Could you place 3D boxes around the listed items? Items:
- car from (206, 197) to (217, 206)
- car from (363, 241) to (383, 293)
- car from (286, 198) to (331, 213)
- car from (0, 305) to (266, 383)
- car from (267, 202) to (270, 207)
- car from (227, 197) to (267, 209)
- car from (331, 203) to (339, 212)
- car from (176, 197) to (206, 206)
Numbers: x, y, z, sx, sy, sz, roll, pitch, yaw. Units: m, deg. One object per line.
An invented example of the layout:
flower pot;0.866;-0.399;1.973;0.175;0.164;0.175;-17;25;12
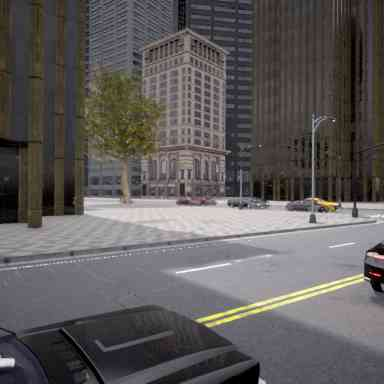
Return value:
car;1.955;1.508;53.584;1.812;1.442;4.674;1;0;-41
car;5.852;1.492;7.604;4.902;1.511;2.128;0;0;-35
car;12.296;1.517;36.054;1.994;1.385;4.181;1;0;-39
car;-1.673;1.601;2.248;4.718;1.301;1.895;0;0;-36
car;8.471;1.477;45.963;2.128;1.511;4.902;1;0;-40
car;6.711;1.445;43.004;2.128;1.511;4.902;1;0;-40
car;14.448;1.463;38.588;1.882;1.535;5.008;1;0;-38
car;-0.555;1.476;51.528;1.812;1.442;4.674;1;-1;-42
